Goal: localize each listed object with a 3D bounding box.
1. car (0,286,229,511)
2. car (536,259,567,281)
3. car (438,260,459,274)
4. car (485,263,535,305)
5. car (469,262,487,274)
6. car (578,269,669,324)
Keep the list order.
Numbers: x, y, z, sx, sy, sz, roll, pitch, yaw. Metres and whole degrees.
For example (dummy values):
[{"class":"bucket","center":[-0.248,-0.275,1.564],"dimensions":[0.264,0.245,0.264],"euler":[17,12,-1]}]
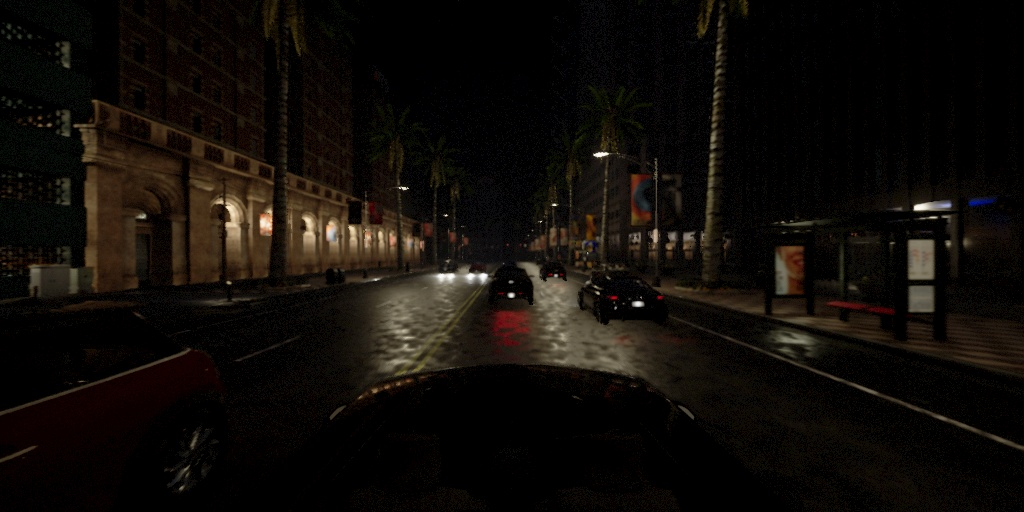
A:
[{"class":"car","center":[-3.607,1.116,1.296],"dimensions":[2.097,1.767,4.553],"euler":[0,0,0]},{"class":"car","center":[3.323,1.237,29.701],"dimensions":[1.837,1.490,4.892],"euler":[0,0,-1]},{"class":"car","center":[-7.499,1.264,42.668],"dimensions":[2.128,1.511,4.902],"euler":[0,0,0]},{"class":"car","center":[-0.045,1.251,16.185],"dimensions":[1.837,1.490,4.892],"euler":[0,0,-1]},{"class":"car","center":[-4.001,1.360,42.372],"dimensions":[1.895,1.301,4.718],"euler":[0,0,0]},{"class":"car","center":[3.482,1.299,11.923],"dimensions":[1.994,1.385,4.181],"euler":[0,0,0]}]
